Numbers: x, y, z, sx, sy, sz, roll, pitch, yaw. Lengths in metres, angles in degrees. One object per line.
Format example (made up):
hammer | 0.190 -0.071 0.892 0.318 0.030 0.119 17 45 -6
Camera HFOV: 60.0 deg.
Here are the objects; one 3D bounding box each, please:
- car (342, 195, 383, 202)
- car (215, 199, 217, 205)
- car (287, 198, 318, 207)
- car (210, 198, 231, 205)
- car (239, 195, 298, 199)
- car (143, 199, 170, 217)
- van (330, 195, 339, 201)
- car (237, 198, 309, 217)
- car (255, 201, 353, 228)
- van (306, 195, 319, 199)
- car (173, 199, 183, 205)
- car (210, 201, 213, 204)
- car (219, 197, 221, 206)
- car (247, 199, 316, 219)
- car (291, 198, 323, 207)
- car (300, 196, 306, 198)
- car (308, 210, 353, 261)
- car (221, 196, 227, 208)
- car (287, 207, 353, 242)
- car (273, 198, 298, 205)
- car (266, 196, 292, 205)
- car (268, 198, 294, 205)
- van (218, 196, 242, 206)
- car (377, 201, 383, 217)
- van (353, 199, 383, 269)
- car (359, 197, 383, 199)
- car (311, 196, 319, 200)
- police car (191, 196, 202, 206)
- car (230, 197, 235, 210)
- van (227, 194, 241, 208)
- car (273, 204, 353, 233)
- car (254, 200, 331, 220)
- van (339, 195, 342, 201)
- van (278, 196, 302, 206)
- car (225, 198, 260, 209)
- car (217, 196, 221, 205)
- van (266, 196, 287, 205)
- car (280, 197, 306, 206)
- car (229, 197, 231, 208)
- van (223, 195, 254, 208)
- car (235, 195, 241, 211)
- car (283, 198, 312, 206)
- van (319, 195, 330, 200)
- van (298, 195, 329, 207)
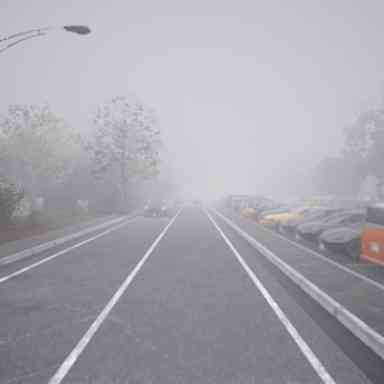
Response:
car | 20.179 1.326 36.684 5.566 2.045 2.435 0 0 0
car | 7.251 1.910 61.715 5.008 1.535 2.097 0 -1 0
car | 20.319 1.902 61.466 5.008 1.535 2.097 0 -1 0
car | 7.165 2.381 83.905 5.366 1.575 1.946 0 -1 0
car | 7.070 1.439 31.201 4.553 1.767 2.185 0 0 0
car | -3.282 1.423 31.487 2.097 1.767 4.553 0 0 0
van | 20.349 1.368 42.099 4.442 1.987 1.878 0 0 0
car | 6.902 1.553 28.425 5.366 1.575 1.946 0 0 0
car | 6.863 1.527 20.096 5.366 1.575 1.946 0 0 0
van | 20.155 1.465 50.394 4.442 1.987 1.878 0 -1 0
car | -3.035 2.107 71.809 1.895 1.301 4.718 0 -1 0
car | 7.270 1.871 72.823 5.566 2.045 2.435 0 -1 0
car | 7.209 1.790 53.387 4.674 1.452 2.002 0 -1 0
car | 7.068 1.548 25.648 4.892 1.521 2.231 0 0 0
car | 20.305 1.850 58.697 4.892 1.521 2.231 0 -1 0
car | 20.100 1.740 53.157 5.366 1.575 1.946 0 -1 0
car | 6.980 1.534 11.767 4.792 1.488 2.163 0 0 0
car | 7.195 1.355 45.081 5.566 2.045 2.435 0 0 0
car | 6.993 1.543 14.543 4.792 1.488 2.163 0 0 0
car | 20.370 2.115 72.546 4.892 1.521 2.231 0 -1 0
car | 20.431 1.977 78.086 5.566 2.045 2.435 0 -1 0
car | 20.205 2.166 75.314 5.366 1.575 1.946 0 -1 0
van | 7.375 1.737 64.495 4.442 1.987 1.878 0 -1 0
car | 20.178 1.600 31.017 4.674 1.452 2.002 0 0 0
van | 7.113 1.271 8.991 4.442 1.987 1.878 0 0 0
car | 20.188 1.568 33.788 5.008 1.535 2.097 0 0 0
car | 20.264 1.637 47.619 5.008 1.535 2.097 0 -1 0
police car | 1.185 2.022 70.572 1.930 1.638 5.238 0 -1 0
car | 7.122 1.581 36.752 5.008 1.535 2.097 0 0 0
van | 7.037 1.372 42.306 4.442 1.987 1.878 0 0 0
car | 7.006 1.551 17.319 4.792 1.488 2.163 0 0 0
car | 7.068 1.540 22.871 4.892 1.521 2.231 0 0 0
van | 20.337 1.360 39.454 4.442 1.987 1.878 0 0 0
van | 20.480 1.835 69.780 4.442 1.987 1.878 0 -1 0
car | 7.209 1.674 47.830 4.792 1.488 2.163 0 -1 0
car | 7.189 1.833 56.165 4.792 1.488 2.163 0 -1 0
van | 20.534 2.074 80.976 4.442 1.987 1.878 0 -1 0
car | 20.319 1.883 67.009 4.553 1.767 2.185 0 -1 0
car | 7.143 1.630 39.528 4.674 1.452 2.002 0 0 0
van | 7.076 1.472 50.617 4.442 1.987 1.878 0 -1 0
car | 7.083 1.447 33.977 4.553 1.767 2.185 0 0 0
car | 20.333 1.958 64.362 5.008 1.535 2.097 0 -1 0
van | 20.130 1.377 45.003 4.442 1.987 1.878 0 -1 0
van | 20.415 1.571 55.931 4.442 1.987 1.878 0 -1 0
